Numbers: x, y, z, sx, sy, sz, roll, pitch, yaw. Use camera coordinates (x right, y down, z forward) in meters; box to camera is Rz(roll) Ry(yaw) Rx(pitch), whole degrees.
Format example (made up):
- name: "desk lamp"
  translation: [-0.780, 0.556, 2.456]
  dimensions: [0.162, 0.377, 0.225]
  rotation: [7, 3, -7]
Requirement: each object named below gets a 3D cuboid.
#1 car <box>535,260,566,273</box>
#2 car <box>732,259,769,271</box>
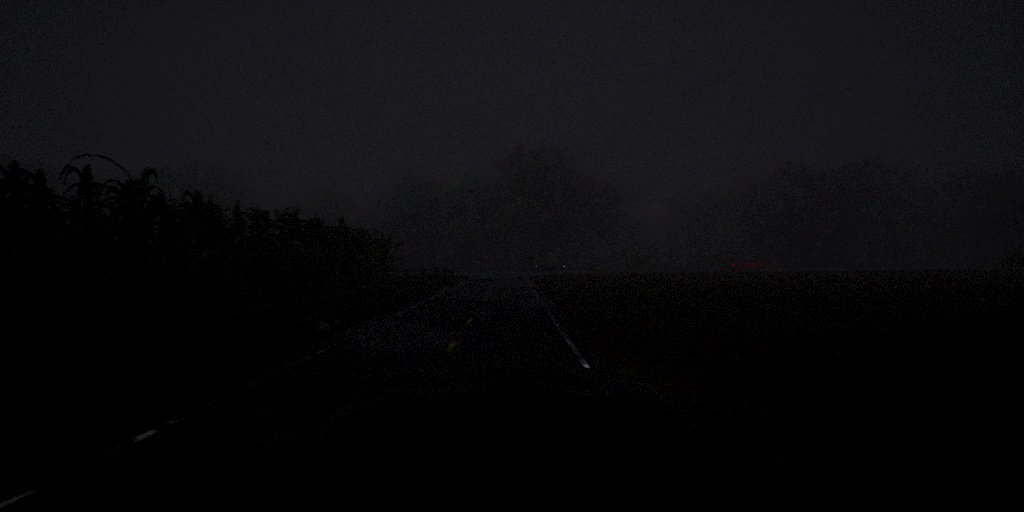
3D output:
- name: "car"
  translation: [5.608, 1.493, 52.567]
  dimensions: [4.553, 1.767, 2.097]
  rotation: [-1, -1, 0]
- name: "car"
  translation: [35.112, 1.227, 52.722]
  dimensions: [4.553, 1.767, 2.097]
  rotation: [-1, -1, 0]
